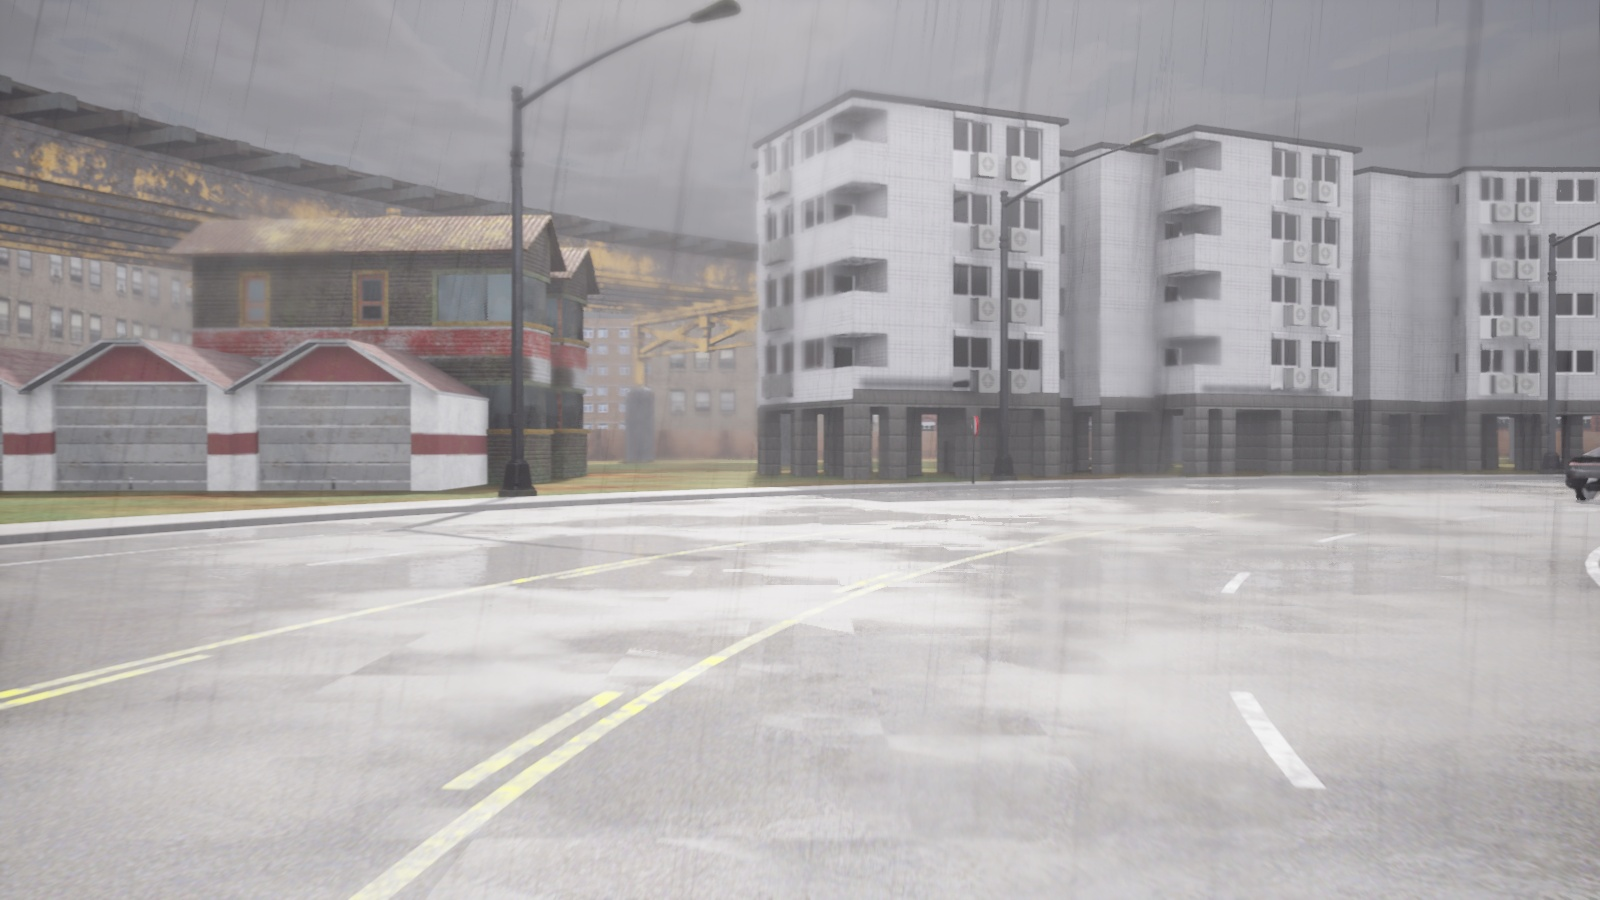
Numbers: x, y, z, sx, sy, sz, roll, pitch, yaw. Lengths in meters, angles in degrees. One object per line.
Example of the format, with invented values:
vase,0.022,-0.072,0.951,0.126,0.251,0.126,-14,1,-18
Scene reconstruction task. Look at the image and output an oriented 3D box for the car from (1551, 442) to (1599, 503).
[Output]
car,21.819,0.553,32.149,4.902,1.511,2.128,0,0,-27
